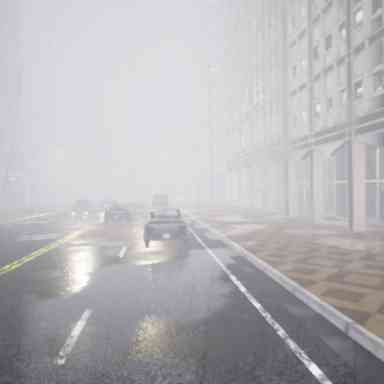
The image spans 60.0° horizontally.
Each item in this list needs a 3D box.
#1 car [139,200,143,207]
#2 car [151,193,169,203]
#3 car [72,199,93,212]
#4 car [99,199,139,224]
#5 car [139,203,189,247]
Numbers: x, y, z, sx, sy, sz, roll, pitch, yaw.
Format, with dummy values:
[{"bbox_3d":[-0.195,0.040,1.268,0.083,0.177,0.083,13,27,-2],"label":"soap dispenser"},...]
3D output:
[{"bbox_3d":[-7.519,1.666,44.647,1.895,1.301,4.718,-1,0,-6],"label":"car"},{"bbox_3d":[-4.183,1.218,43.911,2.150,2.045,5.566,-1,0,-6],"label":"car"},{"bbox_3d":[-14.043,1.714,42.837,1.837,1.490,4.892,-1,1,-6],"label":"car"},{"bbox_3d":[-5.529,1.560,25.550,2.128,1.511,4.902,-1,0,-6],"label":"car"},{"bbox_3d":[-1.216,1.490,15.232,2.128,1.511,4.902,-1,0,-6],"label":"car"}]
